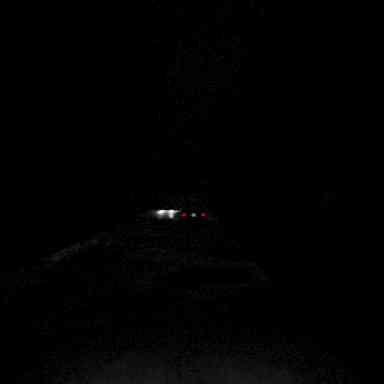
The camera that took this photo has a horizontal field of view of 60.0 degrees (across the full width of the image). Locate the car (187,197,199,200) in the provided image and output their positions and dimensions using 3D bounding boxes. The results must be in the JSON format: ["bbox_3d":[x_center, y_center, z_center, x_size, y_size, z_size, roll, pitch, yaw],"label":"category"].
[{"bbox_3d":[0.103,1.409,42.664,1.882,1.535,5.008,0,0,0],"label":"car"}]

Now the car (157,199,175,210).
[{"bbox_3d":[-3.064,1.497,40.765,1.994,1.385,4.181,0,0,0],"label":"car"}]

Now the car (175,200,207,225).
[{"bbox_3d":[0.112,1.501,23.492,2.033,1.411,5.357,0,0,0],"label":"car"}]
